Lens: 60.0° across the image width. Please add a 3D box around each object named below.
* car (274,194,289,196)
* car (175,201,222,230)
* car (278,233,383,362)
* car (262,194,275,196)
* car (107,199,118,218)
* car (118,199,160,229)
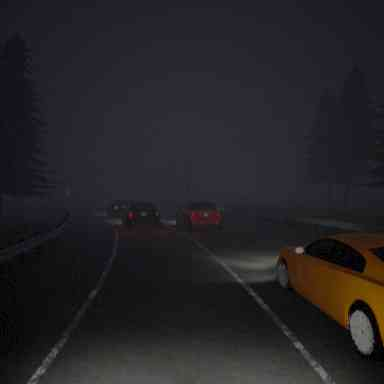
[{"bbox_3d":[25.387,1.536,90.630,4.718,1.301,1.895,0,0,-39],"label":"car"},{"bbox_3d":[0.289,1.357,21.508,2.097,1.767,4.553,0,0,-15],"label":"car"},{"bbox_3d":[3.100,1.469,5.968,1.882,1.535,5.008,0,0,-4],"label":"car"},{"bbox_3d":[22.665,1.451,92.898,4.892,1.490,1.837,0,0,-39],"label":"car"},{"bbox_3d":[-6.468,1.383,30.404,2.097,1.767,4.553,0,0,-22],"label":"car"},{"bbox_3d":[-3.455,1.370,21.894,2.097,1.767,4.553,0,0,-16],"label":"car"}]
